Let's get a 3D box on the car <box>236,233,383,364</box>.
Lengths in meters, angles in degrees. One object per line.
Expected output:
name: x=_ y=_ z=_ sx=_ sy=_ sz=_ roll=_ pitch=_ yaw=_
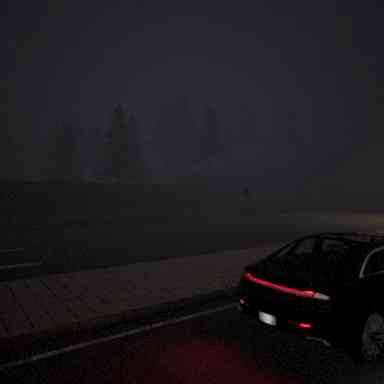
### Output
car: x=2.981 y=1.490 z=5.871 sx=4.902 sy=1.511 sz=2.128 roll=0 pitch=0 yaw=-36
